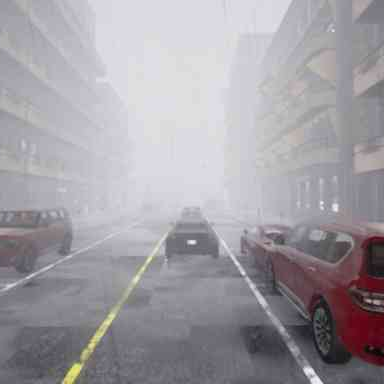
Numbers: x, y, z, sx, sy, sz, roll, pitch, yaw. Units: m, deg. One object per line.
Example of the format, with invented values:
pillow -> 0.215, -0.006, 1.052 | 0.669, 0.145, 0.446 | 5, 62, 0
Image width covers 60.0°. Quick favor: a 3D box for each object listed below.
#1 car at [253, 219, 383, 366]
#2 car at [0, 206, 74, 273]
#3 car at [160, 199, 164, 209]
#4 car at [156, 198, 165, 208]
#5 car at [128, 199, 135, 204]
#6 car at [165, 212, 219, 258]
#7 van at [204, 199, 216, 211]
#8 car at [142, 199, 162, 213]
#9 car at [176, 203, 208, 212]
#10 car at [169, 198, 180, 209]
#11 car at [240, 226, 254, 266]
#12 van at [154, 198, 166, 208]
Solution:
car -> 2.707, 1.381, 5.855 | 2.192, 1.841, 5.009 | 1, -1, 0
car -> -5.675, 1.442, 11.341 | 2.192, 1.841, 5.009 | 1, -1, 0
car -> -5.656, 2.131, 50.118 | 1.802, 1.307, 4.206 | 1, -1, 0
car -> -5.657, 2.175, 55.657 | 1.947, 1.339, 4.313 | 1, -1, 0
car -> -16.511, 2.413, 83.841 | 4.097, 1.590, 1.967 | 0, -2, 0
car -> 0.017, 1.715, 13.474 | 1.994, 1.385, 4.181 | 0, -1, 1
van -> 2.696, 1.891, 50.175 | 1.690, 1.788, 3.998 | 1, -1, 0
car -> -5.654, 2.040, 44.578 | 2.008, 1.369, 4.403 | 1, -1, 0
car -> 0.004, 1.851, 27.523 | 2.033, 1.411, 5.357 | 0, -1, 0
car -> -3.063, 2.199, 59.535 | 2.033, 1.411, 5.357 | 0, -1, 0
car -> 2.701, 1.709, 11.392 | 1.802, 1.307, 4.206 | 1, -1, 0
van -> -5.824, 2.011, 61.201 | 1.690, 1.788, 3.998 | 1, -1, 0
